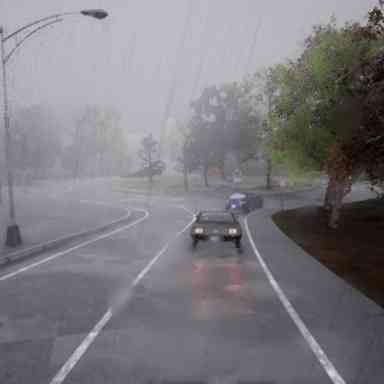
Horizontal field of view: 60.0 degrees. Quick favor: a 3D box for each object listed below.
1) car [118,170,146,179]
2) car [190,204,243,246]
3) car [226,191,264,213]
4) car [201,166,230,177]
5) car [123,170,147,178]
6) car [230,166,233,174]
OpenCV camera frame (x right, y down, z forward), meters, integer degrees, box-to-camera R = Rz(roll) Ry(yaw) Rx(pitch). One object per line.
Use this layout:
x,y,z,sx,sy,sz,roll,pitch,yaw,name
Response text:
-11.568,-3.205,62.758,1.895,1.301,4.718,6,8,41,car
1.060,1.398,14.156,1.895,1.301,4.718,1,1,5,car
4.180,0.666,26.301,1.812,1.442,4.674,3,7,29,car
4.584,-4.248,68.907,5.566,2.045,2.150,1,6,6,car
-11.537,-3.703,67.207,1.895,1.301,4.718,5,8,39,car
6.241,-4.582,71.930,5.566,2.045,2.150,1,6,11,car
